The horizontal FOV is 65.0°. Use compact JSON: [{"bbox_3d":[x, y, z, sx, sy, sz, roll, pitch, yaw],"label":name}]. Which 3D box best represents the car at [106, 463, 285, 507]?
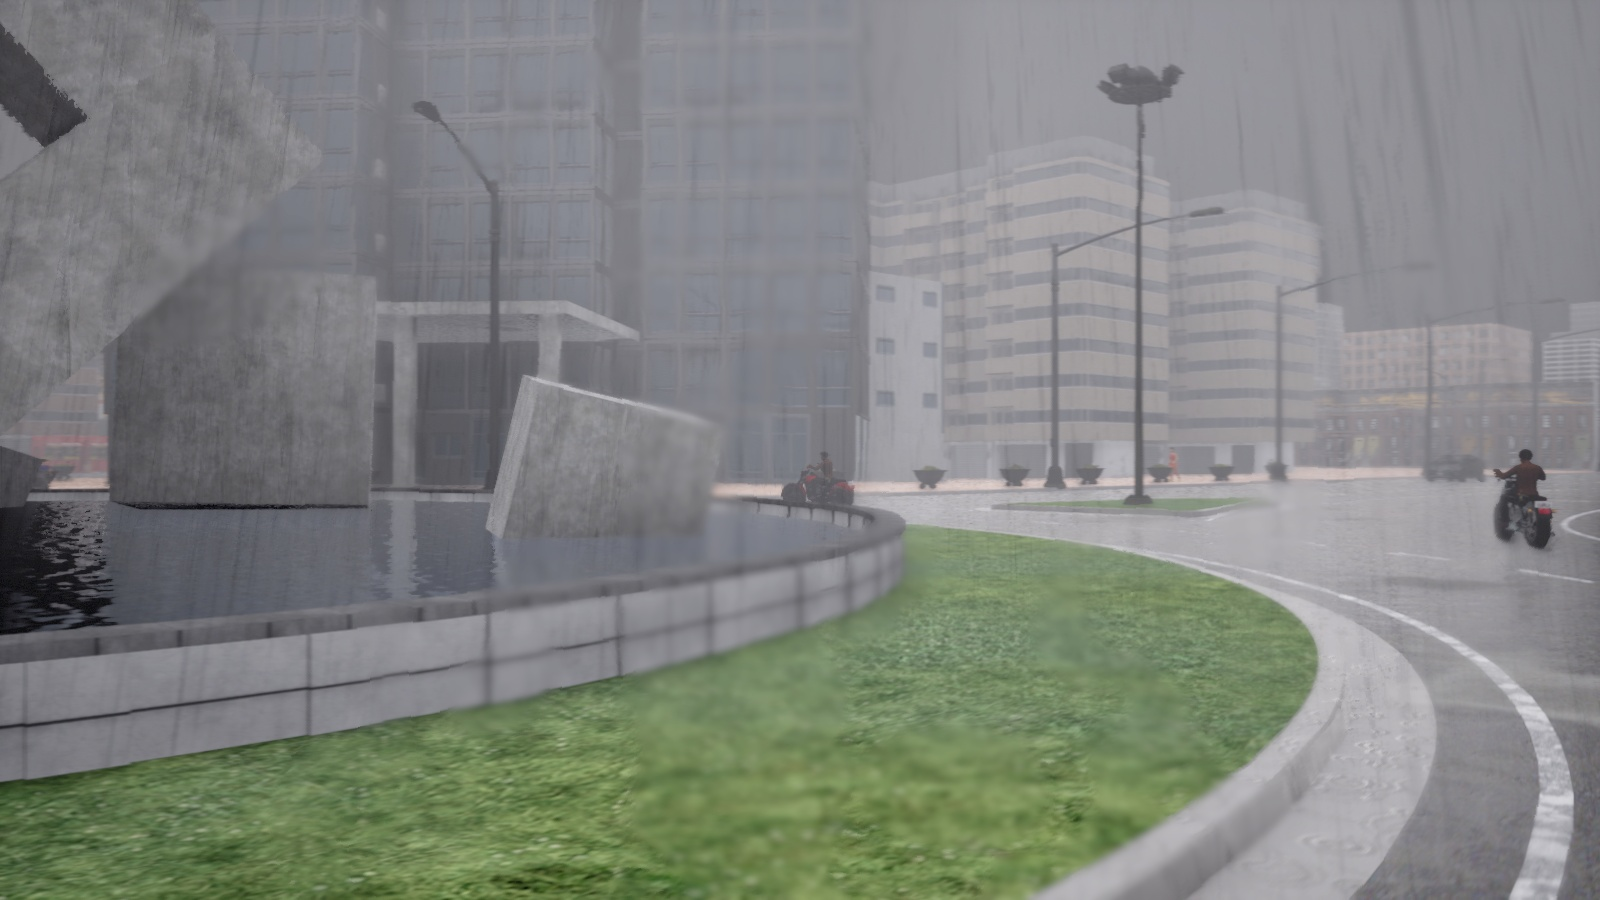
[{"bbox_3d":[-18.552,1.069,38.620,4.718,1.301,1.895,0,0,8],"label":"car"}]

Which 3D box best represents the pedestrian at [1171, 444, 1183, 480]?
[{"bbox_3d":[19.701,0.633,65.654,0.594,1.836,0.345,0,0,-41],"label":"pedestrian"}]

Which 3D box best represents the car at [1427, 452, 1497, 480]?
[{"bbox_3d":[36.584,0.857,69.335,4.514,1.525,2.007,0,0,-43],"label":"car"}]

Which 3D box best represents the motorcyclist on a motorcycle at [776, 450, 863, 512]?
[{"bbox_3d":[0.516,0.838,34.520,2.350,1.649,0.766,-1,0,34],"label":"motorcyclist on a motorcycle"}]

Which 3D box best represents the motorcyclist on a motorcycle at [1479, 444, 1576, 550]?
[{"bbox_3d":[12.073,0.742,20.931,0.766,1.649,2.350,0,0,14],"label":"motorcyclist on a motorcycle"}]

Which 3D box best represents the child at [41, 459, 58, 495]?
[{"bbox_3d":[-26.065,0.940,43.593,0.437,1.263,0.270,0,0,9],"label":"child"}]
